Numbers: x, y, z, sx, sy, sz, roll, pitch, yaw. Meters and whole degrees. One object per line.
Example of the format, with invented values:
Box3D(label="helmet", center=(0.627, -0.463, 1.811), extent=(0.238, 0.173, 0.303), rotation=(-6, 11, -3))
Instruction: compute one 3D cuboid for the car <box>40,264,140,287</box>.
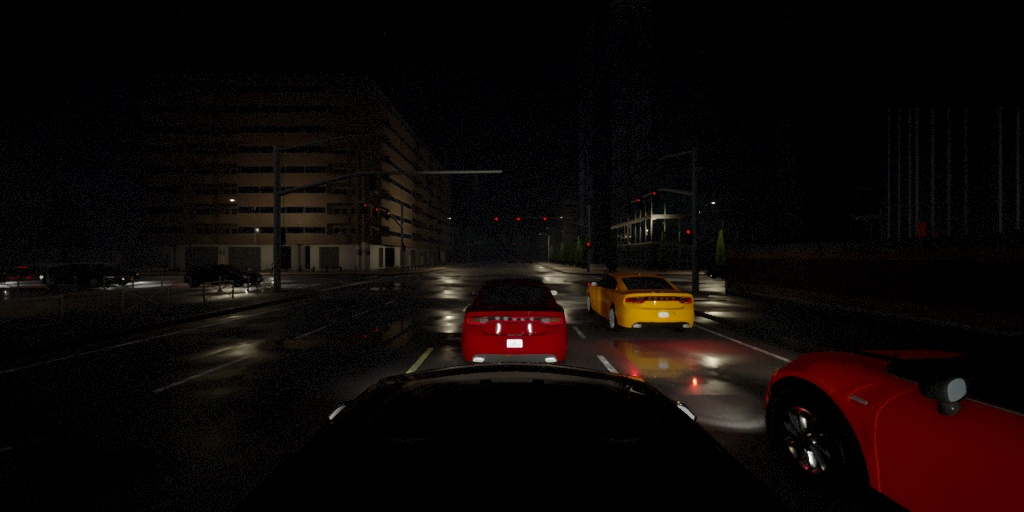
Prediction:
Box3D(label="car", center=(-28.657, 1.307, 24.201), extent=(4.892, 1.490, 1.837), rotation=(0, 0, 0))

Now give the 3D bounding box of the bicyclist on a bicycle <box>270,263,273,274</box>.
Box3D(label="bicyclist on a bicycle", center=(-25.518, 1.101, 38.670), extent=(0.582, 1.620, 1.656), rotation=(0, 0, 0))

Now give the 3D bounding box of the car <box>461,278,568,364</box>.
Box3D(label="car", center=(0.062, 1.227, 8.125), extent=(1.882, 1.535, 5.008), rotation=(0, 0, 0))

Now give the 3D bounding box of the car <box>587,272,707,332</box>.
Box3D(label="car", center=(3.582, 1.226, 10.898), extent=(1.882, 1.535, 5.008), rotation=(0, 0, 0))

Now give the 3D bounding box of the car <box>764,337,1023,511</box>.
Box3D(label="car", center=(3.600, 1.102, 1.752), extent=(2.097, 1.767, 4.553), rotation=(0, 0, 0))

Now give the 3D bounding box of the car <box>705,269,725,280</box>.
Box3D(label="car", center=(19.537, 1.402, 31.195), extent=(4.718, 1.301, 1.895), rotation=(0, 0, 0))

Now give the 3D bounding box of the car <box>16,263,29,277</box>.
Box3D(label="car", center=(-50.330, 1.293, 34.946), extent=(4.902, 1.511, 2.128), rotation=(0, 0, 1))

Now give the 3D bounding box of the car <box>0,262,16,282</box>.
Box3D(label="car", center=(-42.236, 1.328, 27.776), extent=(4.674, 1.442, 1.812), rotation=(0, 0, 0))

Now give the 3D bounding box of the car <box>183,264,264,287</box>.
Box3D(label="car", center=(-19.417, 1.328, 24.180), extent=(4.674, 1.442, 1.812), rotation=(0, 0, 0))
